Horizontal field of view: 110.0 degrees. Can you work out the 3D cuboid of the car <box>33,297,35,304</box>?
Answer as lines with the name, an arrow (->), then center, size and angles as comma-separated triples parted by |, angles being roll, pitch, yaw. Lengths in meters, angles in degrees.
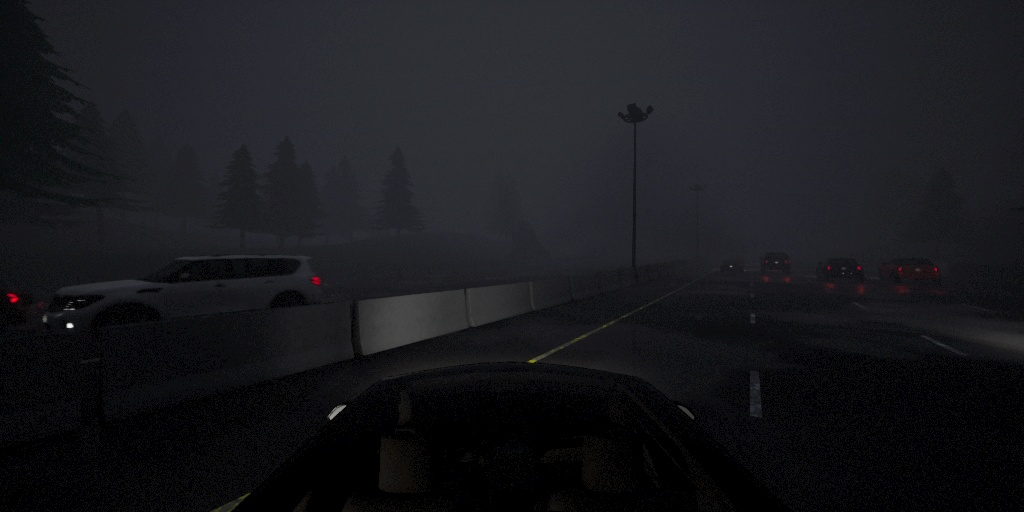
car -> -16.783, 1.335, 9.608 | 1.895, 1.301, 4.718 | 0, 0, 34

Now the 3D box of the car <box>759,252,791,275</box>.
car -> 25.092, 0.629, 34.235 | 2.150, 2.045, 5.566 | 0, 1, 34

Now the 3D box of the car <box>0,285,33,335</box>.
car -> -13.981, 1.088, 7.501 | 2.097, 1.767, 4.553 | 0, 0, 34

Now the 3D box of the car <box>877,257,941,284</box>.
car -> 27.132, 0.873, 24.672 | 2.097, 1.767, 4.553 | 0, 1, 34

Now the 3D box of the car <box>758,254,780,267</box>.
car -> 33.370, 0.584, 46.655 | 2.128, 1.511, 4.902 | 0, 1, 33

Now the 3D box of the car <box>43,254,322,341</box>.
car -> -8.241, 0.965, 9.805 | 2.150, 2.045, 5.566 | 0, 0, 34

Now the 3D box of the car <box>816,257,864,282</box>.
car -> 24.281, 0.870, 26.706 | 2.097, 1.767, 4.553 | 0, 1, 34

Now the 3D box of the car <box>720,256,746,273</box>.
car -> 22.564, 0.956, 36.757 | 1.994, 1.385, 4.181 | 0, 1, 34
